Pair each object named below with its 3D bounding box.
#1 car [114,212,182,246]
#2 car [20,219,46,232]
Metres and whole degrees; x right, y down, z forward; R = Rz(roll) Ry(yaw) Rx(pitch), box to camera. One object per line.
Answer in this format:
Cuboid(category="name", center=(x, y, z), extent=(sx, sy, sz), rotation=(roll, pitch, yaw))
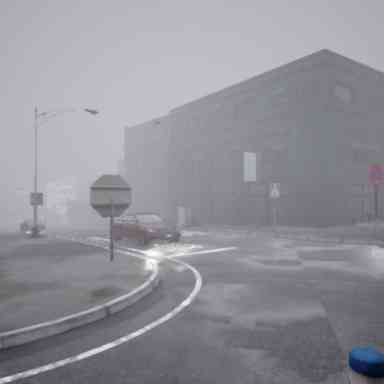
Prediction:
Cuboid(category="car", center=(-2.381, 1.733, 16.424), extent=(1.812, 1.442, 4.674), rotation=(0, -2, -36))
Cuboid(category="car", center=(-17.888, 3.729, 37.182), extent=(2.033, 1.411, 5.357), rotation=(0, -5, -37))
